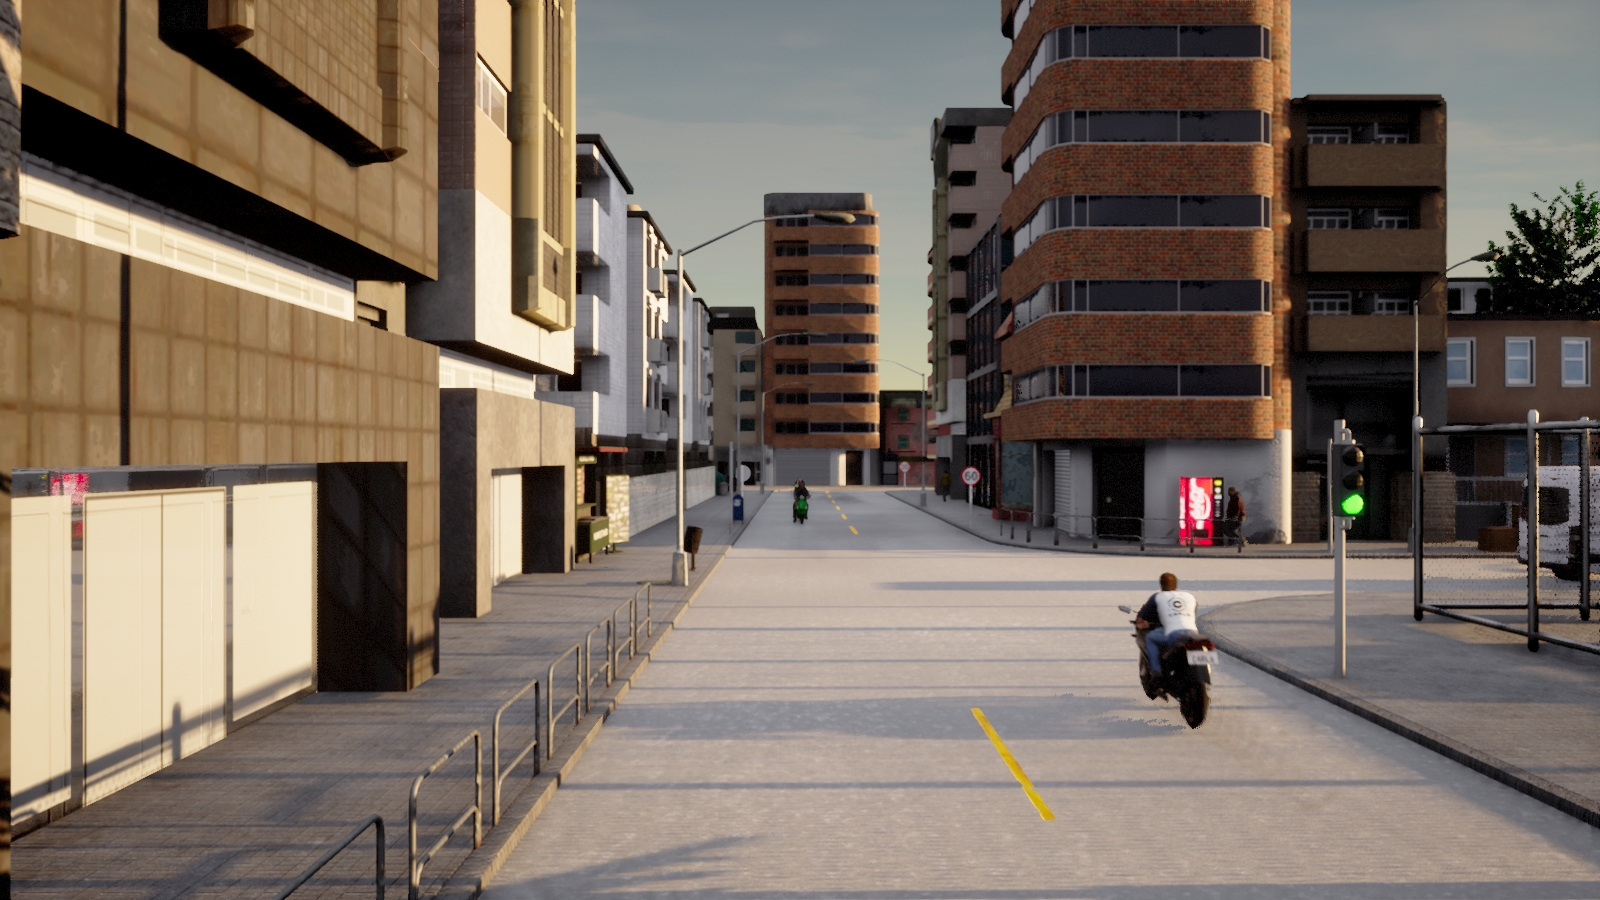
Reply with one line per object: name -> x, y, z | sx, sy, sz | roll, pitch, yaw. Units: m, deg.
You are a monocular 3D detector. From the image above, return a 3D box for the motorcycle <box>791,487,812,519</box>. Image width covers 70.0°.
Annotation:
motorcycle -> 0.063, 2.135, 46.522 | 0.856, 1.236, 1.805 | 0, 0, 0

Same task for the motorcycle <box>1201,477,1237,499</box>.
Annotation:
motorcycle -> 24.394, 2.207, 66.583 | 1.805, 1.236, 0.856 | 0, 0, 2

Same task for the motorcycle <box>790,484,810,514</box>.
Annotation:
motorcycle -> 0.019, 2.149, 50.390 | 0.856, 1.236, 1.805 | 0, 0, 0

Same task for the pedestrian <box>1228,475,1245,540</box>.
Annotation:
pedestrian -> 12.589, 1.641, 32.954 | 0.375, 1.860, 0.375 | 0, 0, 6

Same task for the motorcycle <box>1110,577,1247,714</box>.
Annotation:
motorcycle -> 4.016, 2.044, 12.303 | 0.803, 1.145, 2.033 | 0, 0, 0

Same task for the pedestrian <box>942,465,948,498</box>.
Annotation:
pedestrian -> 8.130, 1.759, 64.078 | 0.375, 1.860, 0.375 | 0, 0, 7

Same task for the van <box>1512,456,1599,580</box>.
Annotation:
van -> 18.896, 1.409, 24.585 | 5.915, 2.561, 1.988 | 0, 0, 0
